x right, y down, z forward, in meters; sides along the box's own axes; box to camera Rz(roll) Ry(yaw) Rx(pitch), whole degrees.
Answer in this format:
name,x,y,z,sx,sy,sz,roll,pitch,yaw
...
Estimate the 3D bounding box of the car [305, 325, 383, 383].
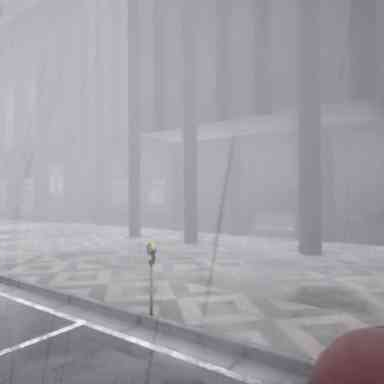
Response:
name,x,y,z,sx,sy,sz,roll,pitch,yaw
car,2.816,1.297,0.947,5.009,1.841,2.192,-1,0,36
